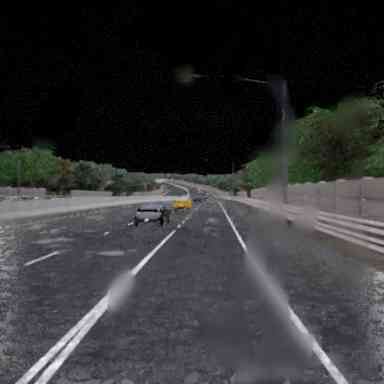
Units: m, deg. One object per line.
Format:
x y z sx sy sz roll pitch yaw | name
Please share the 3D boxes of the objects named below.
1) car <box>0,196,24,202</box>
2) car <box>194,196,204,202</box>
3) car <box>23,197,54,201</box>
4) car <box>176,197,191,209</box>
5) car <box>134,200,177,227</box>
-25.455 1.392 48.580 1.837 1.490 4.892 0 0 4 | car
1.551 1.779 86.007 1.837 1.490 4.892 0 -1 4 | car
-21.924 1.445 48.906 2.033 1.411 5.357 0 0 4 | car
-1.185 1.444 43.605 1.882 1.535 5.008 0 0 4 | car
-2.555 1.469 22.379 2.128 1.511 4.902 0 0 4 | car
